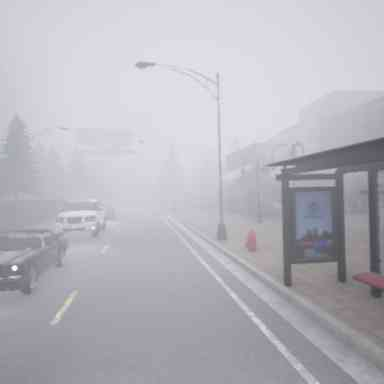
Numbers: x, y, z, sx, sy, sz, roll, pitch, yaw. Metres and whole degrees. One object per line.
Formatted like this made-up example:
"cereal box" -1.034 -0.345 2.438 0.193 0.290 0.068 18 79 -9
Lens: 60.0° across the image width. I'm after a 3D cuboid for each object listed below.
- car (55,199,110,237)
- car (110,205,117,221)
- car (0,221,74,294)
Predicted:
"car" -6.396 1.445 19.633 2.150 2.045 5.566 -1 0 -8
"car" -7.936 1.866 30.150 1.994 1.385 4.181 -1 0 -8
"car" -4.806 1.744 9.110 1.895 1.301 4.718 -1 0 -9
